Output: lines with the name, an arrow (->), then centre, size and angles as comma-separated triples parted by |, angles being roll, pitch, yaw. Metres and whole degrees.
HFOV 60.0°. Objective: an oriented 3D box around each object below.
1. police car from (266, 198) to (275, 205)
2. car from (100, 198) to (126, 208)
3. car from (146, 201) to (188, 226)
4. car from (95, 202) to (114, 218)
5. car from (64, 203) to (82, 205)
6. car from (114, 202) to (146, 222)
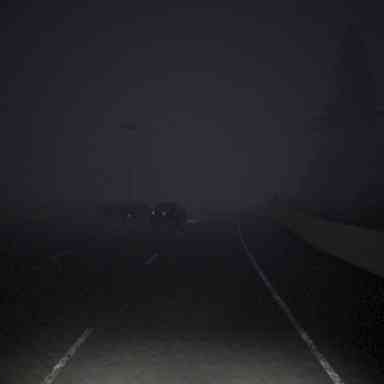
police car -> 18.704, 2.164, 77.986 | 1.930, 1.638, 5.238 | 0, -1, 25
car -> -13.168, 1.863, 55.805 | 2.128, 1.511, 4.902 | 0, 0, 16
car -> -1.630, 1.544, 25.086 | 2.097, 1.767, 4.553 | 0, -1, 8
car -> -7.604, 1.693, 32.286 | 1.882, 1.535, 5.008 | 0, 0, 10
car -> -19.666, 1.832, 58.561 | 1.882, 1.535, 5.008 | 0, 0, 16
car -> -4.617, 1.698, 28.871 | 2.128, 1.511, 4.902 | 0, 0, 10
